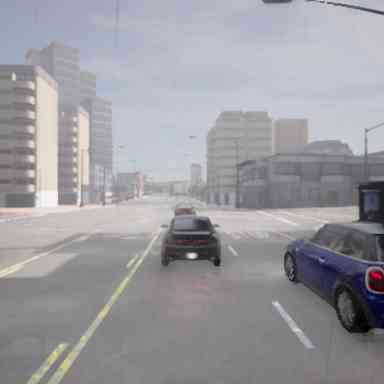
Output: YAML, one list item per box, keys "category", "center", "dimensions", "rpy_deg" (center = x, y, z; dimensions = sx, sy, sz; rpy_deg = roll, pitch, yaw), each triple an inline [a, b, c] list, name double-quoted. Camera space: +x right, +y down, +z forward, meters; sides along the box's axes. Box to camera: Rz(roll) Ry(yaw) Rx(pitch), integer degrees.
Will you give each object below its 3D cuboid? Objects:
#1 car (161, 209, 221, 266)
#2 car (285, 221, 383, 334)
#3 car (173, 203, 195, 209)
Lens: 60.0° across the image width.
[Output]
- category: "car"
  center: [-0.049, 1.570, 11.814]
  dimensions: [1.837, 1.490, 4.892]
  rpy_deg: [0, 0, -1]
- category: "car"
  center: [3.507, 1.389, 6.997]
  dimensions: [2.097, 1.767, 4.553]
  rpy_deg: [0, 0, 0]
- category: "car"
  center: [-0.688, 1.712, 29.495]
  dimensions: [1.812, 1.442, 4.674]
  rpy_deg: [0, 0, -3]
